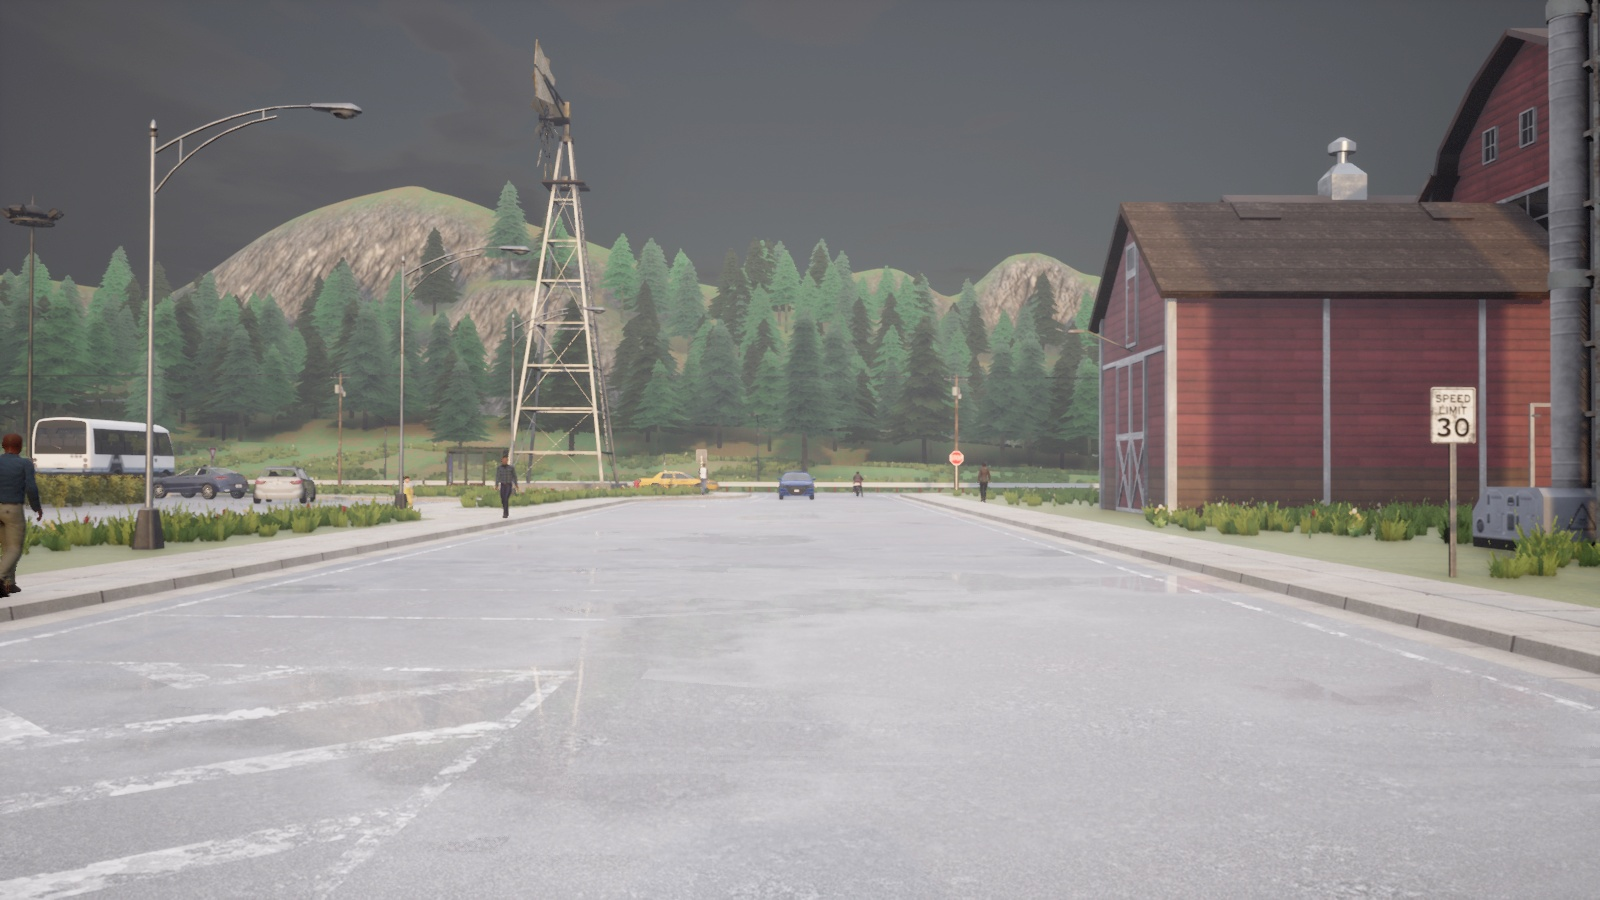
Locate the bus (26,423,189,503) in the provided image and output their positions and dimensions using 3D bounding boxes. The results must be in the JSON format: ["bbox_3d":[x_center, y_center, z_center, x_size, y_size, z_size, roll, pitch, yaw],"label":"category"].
[{"bbox_3d":[-39.675,0.770,72.568,3.944,4.253,10.273,0,-1,-1],"label":"bus"}]

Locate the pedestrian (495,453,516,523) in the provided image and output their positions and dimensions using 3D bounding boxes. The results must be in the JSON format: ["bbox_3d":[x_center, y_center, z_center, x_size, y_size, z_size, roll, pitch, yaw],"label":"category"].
[{"bbox_3d":[-8.351,1.079,35.614,0.423,1.949,0.788,0,-1,1],"label":"pedestrian"}]

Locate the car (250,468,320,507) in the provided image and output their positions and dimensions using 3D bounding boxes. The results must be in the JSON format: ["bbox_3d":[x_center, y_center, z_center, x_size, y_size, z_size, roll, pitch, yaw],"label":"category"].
[{"bbox_3d":[-23.191,1.668,56.691,2.242,1.667,4.611,0,-1,-14],"label":"car"}]

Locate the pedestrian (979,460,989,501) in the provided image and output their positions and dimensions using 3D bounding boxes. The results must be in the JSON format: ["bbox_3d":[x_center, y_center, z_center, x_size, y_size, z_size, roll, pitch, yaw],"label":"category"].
[{"bbox_3d":[8.192,1.342,55.945,0.328,1.805,0.869,0,-1,-1],"label":"pedestrian"}]

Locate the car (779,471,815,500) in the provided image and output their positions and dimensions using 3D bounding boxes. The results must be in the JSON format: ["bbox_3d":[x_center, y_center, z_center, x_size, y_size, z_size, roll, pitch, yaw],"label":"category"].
[{"bbox_3d":[-0.163,1.886,67.611,1.882,1.535,5.008,0,-1,0],"label":"car"}]

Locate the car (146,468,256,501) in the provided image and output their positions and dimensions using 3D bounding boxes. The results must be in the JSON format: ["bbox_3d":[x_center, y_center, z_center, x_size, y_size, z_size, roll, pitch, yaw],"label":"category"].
[{"bbox_3d":[-30.360,1.744,63.664,5.027,1.651,2.152,-1,-1,21],"label":"car"}]

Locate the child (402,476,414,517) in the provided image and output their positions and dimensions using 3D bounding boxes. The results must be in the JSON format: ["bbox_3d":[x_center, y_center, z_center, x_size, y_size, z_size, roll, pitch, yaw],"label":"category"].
[{"bbox_3d":[-12.083,1.433,38.688,0.270,1.263,0.437,0,-1,-31],"label":"child"}]

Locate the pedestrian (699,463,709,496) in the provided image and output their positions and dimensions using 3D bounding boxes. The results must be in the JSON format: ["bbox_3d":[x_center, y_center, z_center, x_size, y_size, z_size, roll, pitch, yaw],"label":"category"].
[{"bbox_3d":[-5.321,1.619,69.737,0.354,1.836,0.706,0,-1,14],"label":"pedestrian"}]

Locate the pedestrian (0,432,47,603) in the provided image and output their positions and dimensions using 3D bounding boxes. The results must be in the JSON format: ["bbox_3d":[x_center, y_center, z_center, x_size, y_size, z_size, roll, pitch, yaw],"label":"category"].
[{"bbox_3d":[-8.650,0.727,13.794,0.370,1.835,0.726,0,-1,-5],"label":"pedestrian"}]

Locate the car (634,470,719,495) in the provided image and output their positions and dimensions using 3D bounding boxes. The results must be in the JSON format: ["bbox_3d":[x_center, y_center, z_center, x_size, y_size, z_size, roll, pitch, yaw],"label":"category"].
[{"bbox_3d":[-8.101,2.124,82.748,5.366,1.575,1.801,0,-1,2],"label":"car"}]
